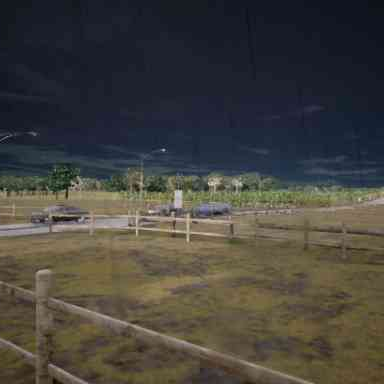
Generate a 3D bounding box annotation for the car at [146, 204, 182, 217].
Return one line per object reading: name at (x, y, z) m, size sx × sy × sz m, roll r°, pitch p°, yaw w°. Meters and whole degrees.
car at (-3.100, 2.099, 37.479) m, size 2.128 × 1.511 × 4.902 m, roll 1°, pitch -1°, yaw 35°

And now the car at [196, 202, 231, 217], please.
car at (2.465, 2.138, 40.252) m, size 2.097 × 1.767 × 4.553 m, roll 1°, pitch -1°, yaw 35°

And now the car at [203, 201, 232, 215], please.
car at (3.652, 2.253, 46.989) m, size 2.097 × 1.767 × 4.553 m, roll 1°, pitch -1°, yaw 36°

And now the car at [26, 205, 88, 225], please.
car at (-10.699, 1.814, 26.705) m, size 1.837 × 1.490 × 4.892 m, roll 1°, pitch -1°, yaw 35°
